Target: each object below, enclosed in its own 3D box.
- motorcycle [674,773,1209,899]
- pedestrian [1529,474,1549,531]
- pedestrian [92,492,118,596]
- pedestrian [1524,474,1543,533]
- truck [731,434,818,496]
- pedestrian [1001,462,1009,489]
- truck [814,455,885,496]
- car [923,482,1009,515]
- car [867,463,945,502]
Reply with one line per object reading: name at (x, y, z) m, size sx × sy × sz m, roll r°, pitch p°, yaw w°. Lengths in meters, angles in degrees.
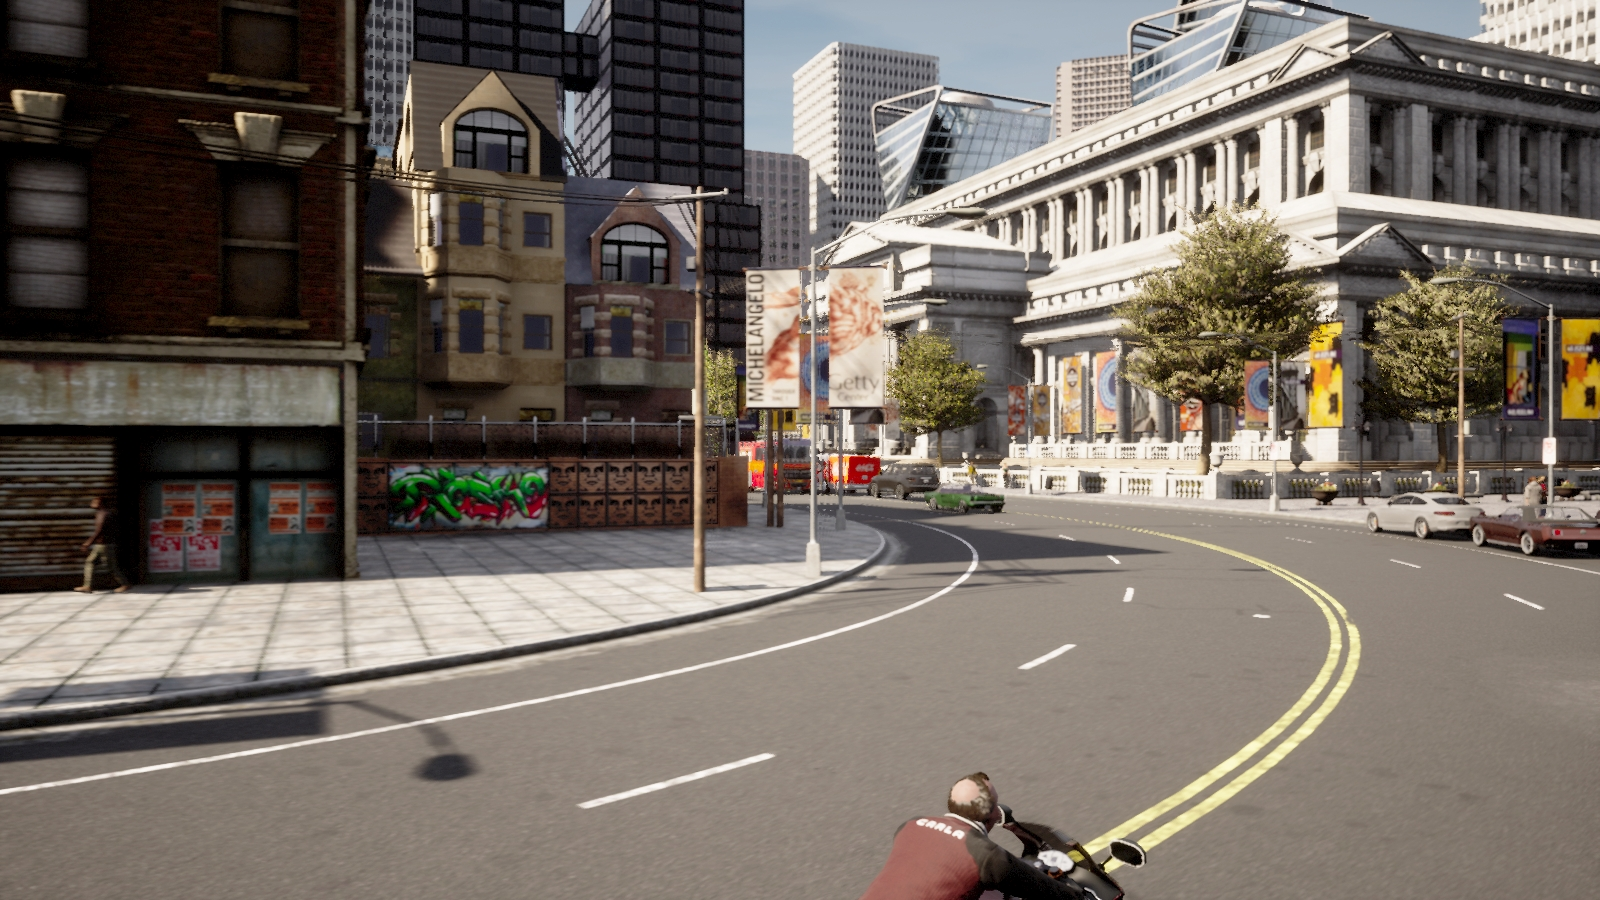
motorcycle at (0.662, 2.206, 4.533) m, size 2.209 × 1.251 × 0.867 m, roll 0°, pitch -1°, yaw -42°
pedestrian at (24.085, 1.703, 37.243) m, size 0.375 × 1.860 × 0.375 m, roll 0°, pitch 0°, yaw -11°
pedestrian at (-12.713, 1.705, 20.916) m, size 0.375 × 1.860 × 0.375 m, roll 0°, pitch 0°, yaw -26°
pedestrian at (23.321, 1.701, 36.324) m, size 0.375 × 1.860 × 0.375 m, roll 0°, pitch 0°, yaw 7°
truck at (-1.768, 0.908, 74.498) m, size 2.891 × 3.827 × 8.468 m, roll 0°, pitch 0°, yaw -22°
pedestrian at (13.894, 1.714, 77.395) m, size 0.375 × 1.860 × 0.375 m, roll 0°, pitch 0°, yaw -15°
truck at (3.064, 1.585, 72.485) m, size 2.627 × 2.467 × 5.204 m, roll 0°, pitch 0°, yaw -22°
car at (7.458, 2.166, 51.693) m, size 1.895 × 1.301 × 4.718 m, roll 0°, pitch 0°, yaw -19°
car at (5.982, 1.794, 65.236) m, size 2.150 × 2.045 × 5.566 m, roll 0°, pitch 0°, yaw -22°
